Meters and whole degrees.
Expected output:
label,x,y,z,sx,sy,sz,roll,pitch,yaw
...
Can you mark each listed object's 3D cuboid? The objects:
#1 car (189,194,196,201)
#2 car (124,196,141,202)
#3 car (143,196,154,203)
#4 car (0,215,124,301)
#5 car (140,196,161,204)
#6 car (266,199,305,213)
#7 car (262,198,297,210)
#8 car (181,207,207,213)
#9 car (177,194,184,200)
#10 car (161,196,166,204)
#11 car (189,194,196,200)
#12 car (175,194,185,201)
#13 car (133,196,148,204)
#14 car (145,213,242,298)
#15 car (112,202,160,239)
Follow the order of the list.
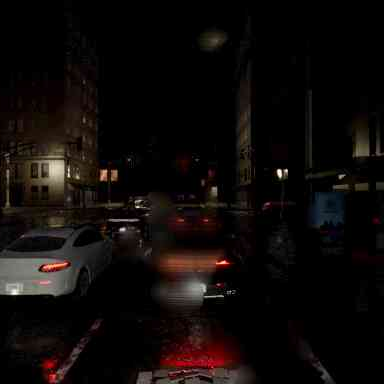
label,x,y,z,sx,sy,sz,roll,pitch,yaw
car,0.100,1.605,83.274,1.895,1.301,4.718,0,0,0
car,-9.772,1.524,53.420,1.837,1.490,4.892,0,0,0
car,-9.662,1.544,73.763,1.812,1.442,4.674,0,0,0
car,-3.146,1.528,8.220,1.812,1.442,4.674,0,0,0
car,-6.527,1.524,52.963,1.837,1.490,4.892,0,0,0
car,11.030,1.683,36.933,4.718,1.301,1.895,0,-1,0
car,10.821,1.476,40.185,4.553,1.767,2.097,0,-1,0
car,0.103,1.532,17.587,1.812,1.442,4.674,0,0,0
car,-3.138,1.319,93.251,1.882,1.535,5.008,0,0,0
car,-6.488,1.546,61.986,1.812,1.442,4.674,0,0,1
car,0.112,1.381,93.246,2.033,1.411,5.357,0,0,0
car,-3.151,1.535,82.832,2.128,1.511,4.902,0,0,0
car,-9.722,1.511,63.549,2.128,1.511,4.902,0,0,1
car,0.102,1.508,8.471,1.837,1.490,4.892,0,0,0
car,-3.131,1.498,17.486,2.128,1.511,4.902,0,0,0
